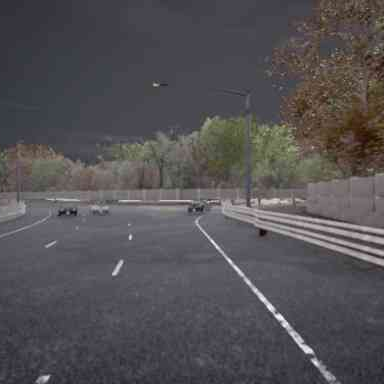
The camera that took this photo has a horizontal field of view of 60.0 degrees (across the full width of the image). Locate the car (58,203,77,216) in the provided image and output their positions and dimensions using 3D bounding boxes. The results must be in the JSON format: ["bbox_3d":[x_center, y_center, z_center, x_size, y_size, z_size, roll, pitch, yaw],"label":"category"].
[{"bbox_3d":[-13.711,1.902,36.737,1.895,1.301,4.718,0,0,-21],"label":"car"}]

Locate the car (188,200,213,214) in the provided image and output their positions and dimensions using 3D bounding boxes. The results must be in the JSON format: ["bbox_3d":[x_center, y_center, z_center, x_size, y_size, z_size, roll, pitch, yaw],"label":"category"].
[{"bbox_3d":[1.014,1.730,39.076,1.837,1.490,4.892,-2,-1,19],"label":"car"}]

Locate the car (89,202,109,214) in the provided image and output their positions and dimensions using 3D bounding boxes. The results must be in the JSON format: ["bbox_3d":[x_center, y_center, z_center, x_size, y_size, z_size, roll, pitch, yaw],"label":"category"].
[{"bbox_3d":[-11.257,1.906,40.049,1.895,1.301,4.718,0,0,-22],"label":"car"}]
